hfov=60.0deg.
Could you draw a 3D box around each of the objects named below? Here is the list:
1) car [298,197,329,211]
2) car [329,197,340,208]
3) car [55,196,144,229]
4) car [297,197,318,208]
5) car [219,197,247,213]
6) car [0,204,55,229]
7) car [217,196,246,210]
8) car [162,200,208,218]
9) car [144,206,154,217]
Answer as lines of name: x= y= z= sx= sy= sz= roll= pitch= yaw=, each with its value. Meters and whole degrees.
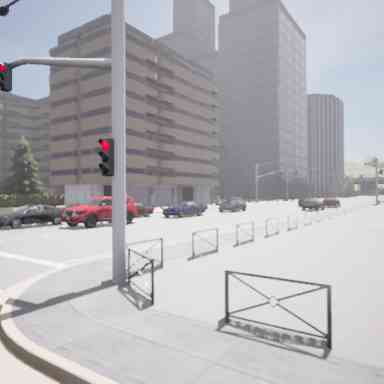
car: x=15.315 y=1.556 z=42.010 sx=2.128 sy=1.511 sz=4.902 roll=0 pitch=0 yaw=35
car: x=21.143 y=1.543 z=50.468 sx=1.882 sy=1.535 sz=5.008 roll=0 pitch=0 yaw=35
car: x=-6.294 y=1.328 z=23.352 sx=2.150 sy=2.045 sz=5.566 roll=0 pitch=0 yaw=35
car: x=18.219 y=1.563 z=52.363 sx=1.882 sy=1.535 sz=5.008 roll=0 pitch=0 yaw=35
car: x=4.944 y=1.632 z=39.613 sx=1.812 sy=1.442 sz=4.674 roll=0 pitch=0 yaw=35
car: x=-10.955 y=1.618 z=22.754 sx=2.128 sy=1.511 sz=4.902 roll=0 pitch=0 yaw=35
car: x=5.651 y=1.479 z=46.760 sx=2.097 sy=1.767 sz=4.553 roll=0 pitch=0 yaw=35
car: x=-0.744 y=1.708 z=31.393 sx=1.895 sy=1.301 sz=4.718 roll=0 pitch=0 yaw=35
car: x=-5.692 y=1.728 z=30.384 sx=1.895 sy=1.301 sz=4.718 roll=0 pitch=0 yaw=35
